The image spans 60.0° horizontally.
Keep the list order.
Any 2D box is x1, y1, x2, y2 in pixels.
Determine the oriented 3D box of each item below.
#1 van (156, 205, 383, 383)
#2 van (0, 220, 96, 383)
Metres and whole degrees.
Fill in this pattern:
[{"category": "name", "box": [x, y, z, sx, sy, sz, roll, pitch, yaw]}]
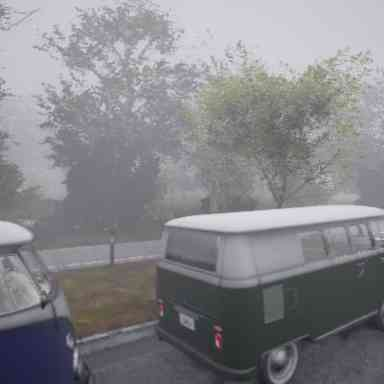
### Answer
[{"category": "van", "box": [1.705, 1.246, 5.236, 4.442, 1.987, 1.878, -1, -1, -35]}, {"category": "van", "box": [-2.884, 1.249, 2.061, 4.442, 1.987, 1.878, -1, -1, -37]}]
